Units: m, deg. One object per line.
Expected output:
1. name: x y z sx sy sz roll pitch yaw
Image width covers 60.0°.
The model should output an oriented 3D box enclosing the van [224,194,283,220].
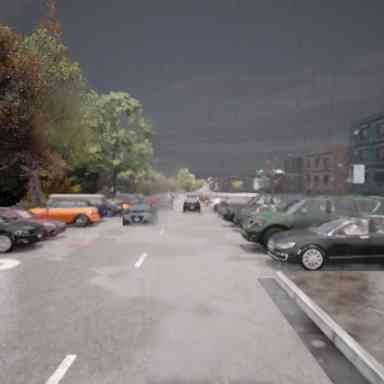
1. van: 4.862 1.174 26.748 4.442 1.987 1.878 0 0 0

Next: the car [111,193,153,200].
1. car: -8.330 1.181 43.374 5.566 2.045 2.435 0 0 0

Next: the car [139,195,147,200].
1. car: -8.383 1.455 40.590 4.792 1.488 2.163 0 0 0

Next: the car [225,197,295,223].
1. car: 4.780 1.270 23.943 4.553 1.767 2.185 0 0 0

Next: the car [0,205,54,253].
1. car: -8.334 1.404 12.741 5.008 1.535 2.097 0 0 0

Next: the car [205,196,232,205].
1. car: 4.722 1.533 60.384 4.792 1.488 2.163 0 0 0

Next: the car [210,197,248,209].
1. car: 4.750 1.461 43.566 4.792 1.488 2.163 0 0 0

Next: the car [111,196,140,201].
1. car: -8.155 1.408 32.234 5.366 1.575 1.946 0 0 0

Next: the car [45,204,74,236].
1. car: -8.330 1.438 15.528 4.674 1.452 2.002 0 0 0

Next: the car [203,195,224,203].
1. car: 4.701 1.447 74.401 4.553 1.767 2.185 0 0 0

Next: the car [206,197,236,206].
1. car: 4.673 1.506 54.777 4.792 1.488 2.163 0 0 0

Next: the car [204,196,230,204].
1. car: 4.718 1.547 63.187 4.792 1.488 2.163 0 0 0

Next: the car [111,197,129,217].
1. car: -8.334 1.446 29.449 4.674 1.452 2.002 0 0 0

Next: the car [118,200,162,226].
1. car: -3.341 1.479 22.153 1.994 1.385 4.181 0 0 0

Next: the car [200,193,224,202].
1. car: 4.689 1.349 80.008 5.566 2.045 2.435 0 0 0

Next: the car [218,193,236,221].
1. car: 4.722 1.143 21.143 5.566 2.045 2.435 0 0 0

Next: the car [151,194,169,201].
1. car: -8.463 1.516 87.941 4.553 1.767 2.185 0 0 0

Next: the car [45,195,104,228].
1. car: -8.298 1.269 21.097 4.553 1.767 2.185 0 0 0

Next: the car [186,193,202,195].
1. car: -0.019 1.191 47.932 2.150 2.045 5.566 0 0 0

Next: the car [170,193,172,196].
1. car: -8.238 1.611 82.390 5.366 1.575 1.946 0 0 0

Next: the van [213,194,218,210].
1. van: 4.623 1.184 32.354 4.442 1.987 1.878 0 0 0

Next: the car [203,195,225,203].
1. car: 4.643 1.434 71.597 4.553 1.767 2.185 0 0 0

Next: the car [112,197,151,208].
1. car: -8.358 1.441 46.160 5.008 1.535 2.097 0 0 0

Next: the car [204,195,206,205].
1. car: 4.717 1.450 49.174 5.008 1.535 2.097 0 0 0

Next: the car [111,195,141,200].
1. car: -8.339 1.415 35.021 5.008 1.535 2.097 0 0 0

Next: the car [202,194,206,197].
1. car: 4.522 1.459 51.974 5.366 1.575 1.946 0 0 0

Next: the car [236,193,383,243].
1. car: 4.723 1.153 12.732 5.566 2.045 2.435 0 0 0

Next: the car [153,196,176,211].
1. car: -3.269 1.556 40.525 1.994 1.385 4.181 0 0 0

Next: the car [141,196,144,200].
1. car: -8.320 1.450 37.805 4.792 1.488 2.163 0 0 0

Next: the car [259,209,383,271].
1. car: 4.756 1.416 9.932 4.892 1.521 2.231 0 0 0

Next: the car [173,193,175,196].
1. car: -8.470 1.417 93.494 5.566 2.045 2.435 0 0 0

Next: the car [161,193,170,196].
1. car: -8.424 1.601 79.613 4.892 1.521 2.231 0 0 0

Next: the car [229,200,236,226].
1. car: 4.745 1.394 18.337 4.892 1.521 2.231 0 0 0

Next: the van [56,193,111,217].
1. van: -8.447 1.170 23.877 4.442 1.987 1.878 0 0 0

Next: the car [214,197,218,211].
1. car: 4.749 1.406 29.551 4.892 1.521 2.231 0 0 0

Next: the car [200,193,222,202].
1. car: 4.684 1.363 82.811 5.566 2.045 2.435 0 0 0

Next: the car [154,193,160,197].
1. car: -8.343 1.211 51.730 5.566 2.045 2.435 0 0 0

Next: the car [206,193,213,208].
1. car: 4.702 1.168 37.962 5.566 2.045 2.435 0 0 0

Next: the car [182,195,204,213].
1. car: -0.010 1.414 36.007 1.882 1.535 5.008 0 0 0
